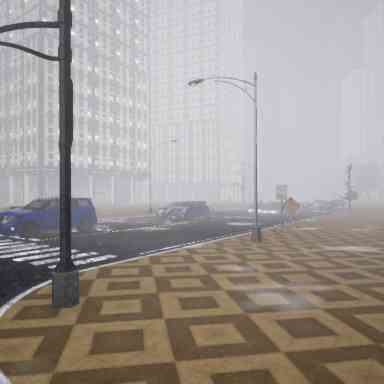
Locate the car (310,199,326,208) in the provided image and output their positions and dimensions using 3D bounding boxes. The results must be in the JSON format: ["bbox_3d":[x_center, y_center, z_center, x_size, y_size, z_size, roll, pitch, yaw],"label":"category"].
[{"bbox_3d":[21.466,1.903,56.514,1.812,1.442,4.674,0,0,31],"label":"car"}]

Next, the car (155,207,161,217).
[{"bbox_3d":[-1.623,1.708,33.117,2.128,1.511,4.902,0,-1,34],"label":"car"}]

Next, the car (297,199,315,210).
[{"bbox_3d":[16.286,1.923,47.999,1.895,1.301,4.718,0,0,32],"label":"car"}]

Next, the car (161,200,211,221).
[{"bbox_3d":[-0.248,1.539,29.372,2.097,1.767,4.553,0,-1,34],"label":"car"}]

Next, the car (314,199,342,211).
[{"bbox_3d":[18.796,1.852,45.886,2.033,1.411,5.357,0,0,31],"label":"car"}]

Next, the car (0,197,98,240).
[{"bbox_3d":[-7.812,1.319,18.310,2.150,2.045,5.566,0,0,34],"label":"car"}]

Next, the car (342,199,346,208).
[{"bbox_3d":[24.191,1.839,54.740,1.882,1.535,5.008,0,0,31],"label":"car"}]

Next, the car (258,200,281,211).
[{"bbox_3d":[11.252,1.878,46.386,1.994,1.385,4.181,0,-1,33],"label":"car"}]

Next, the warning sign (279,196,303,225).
[{"bbox_3d":[6.824,1.251,22.958,1.300,1.860,1.060,0,0,34],"label":"warning sign"}]

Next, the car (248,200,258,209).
[{"bbox_3d":[10.110,1.910,50.561,1.994,1.385,4.181,0,-1,33],"label":"car"}]
